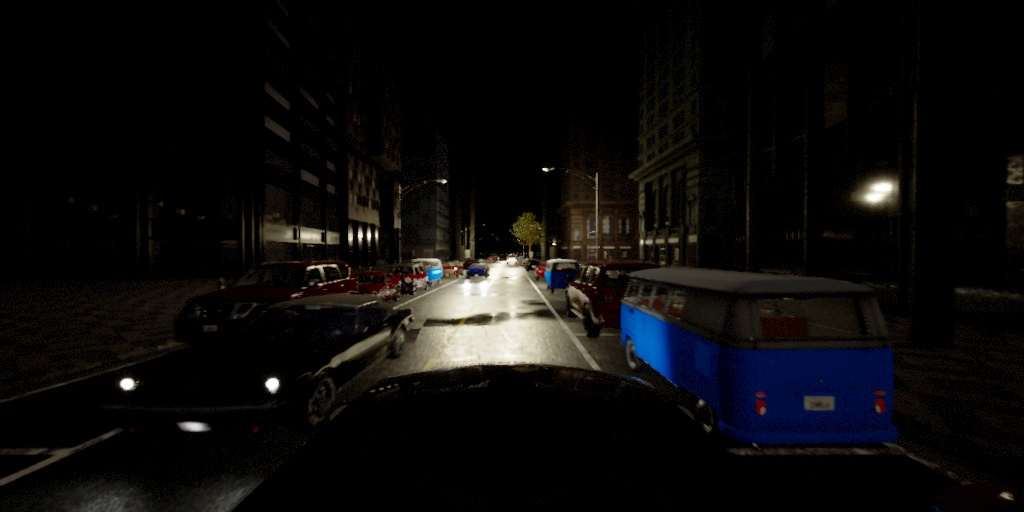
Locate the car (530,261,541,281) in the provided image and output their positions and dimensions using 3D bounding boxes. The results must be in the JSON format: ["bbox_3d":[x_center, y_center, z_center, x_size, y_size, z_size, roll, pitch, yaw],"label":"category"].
[{"bbox_3d":[2.758,1.319,30.009,1.802,1.307,4.207,0,0,0],"label":"car"}]

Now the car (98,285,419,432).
[{"bbox_3d":[-3.093,1.350,5.693,1.895,1.301,4.718,0,0,0],"label":"car"}]

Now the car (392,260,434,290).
[{"bbox_3d":[-5.766,1.183,19.147,1.967,1.591,4.097,0,0,0],"label":"car"}]

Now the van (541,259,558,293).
[{"bbox_3d":[2.797,1.084,20.345,1.690,1.789,3.998,0,0,0],"label":"van"}]

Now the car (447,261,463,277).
[{"bbox_3d":[-5.768,1.175,33.984,1.967,1.591,4.097,0,0,0],"label":"car"}]

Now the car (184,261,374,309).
[{"bbox_3d":[-5.765,1.062,9.375,2.192,1.841,5.009,0,0,0],"label":"car"}]

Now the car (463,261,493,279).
[{"bbox_3d":[-3.006,1.336,32.589,1.895,1.301,4.718,0,0,0],"label":"car"}]

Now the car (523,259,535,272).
[{"bbox_3d":[2.756,1.291,45.617,1.948,1.339,4.313,0,0,0],"label":"car"}]

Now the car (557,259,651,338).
[{"bbox_3d":[2.787,1.062,10.170,2.192,1.841,5.009,0,0,0],"label":"car"}]

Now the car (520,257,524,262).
[{"bbox_3d":[2.754,1.262,56.023,2.007,1.370,4.403,0,0,0],"label":"car"}]

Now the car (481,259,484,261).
[{"bbox_3d":[-5.771,1.295,55.497,1.802,1.307,4.207,0,0,0],"label":"car"}]

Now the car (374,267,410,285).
[{"bbox_3d":[-5.765,1.291,14.261,1.888,1.381,4.507,0,0,0],"label":"car"}]

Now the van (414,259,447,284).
[{"bbox_3d":[-5.767,1.082,24.033,1.690,1.789,3.998,0,0,0],"label":"van"}]

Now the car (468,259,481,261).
[{"bbox_3d":[-5.771,1.265,50.119,1.888,1.381,4.507,0,0,0],"label":"car"}]

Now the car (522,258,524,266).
[{"bbox_3d":[2.755,1.285,50.820,1.948,1.339,4.313,0,0,0],"label":"car"}]

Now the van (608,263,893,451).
[{"bbox_3d":[2.781,1.090,5.083,1.690,1.789,3.998,0,0,0],"label":"van"}]
